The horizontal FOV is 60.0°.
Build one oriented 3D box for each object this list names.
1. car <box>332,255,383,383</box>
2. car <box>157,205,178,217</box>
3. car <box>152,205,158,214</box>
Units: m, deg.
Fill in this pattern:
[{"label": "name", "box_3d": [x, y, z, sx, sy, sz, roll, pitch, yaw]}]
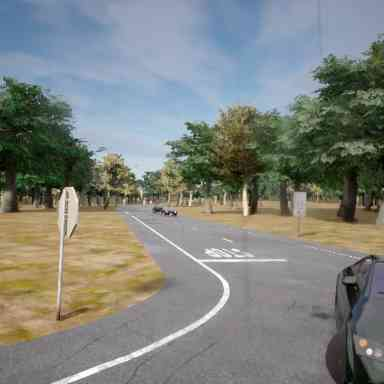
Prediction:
[{"label": "car", "box_3d": [3.105, 1.643, 4.618, 1.994, 1.385, 4.181, 1, -1, 22]}, {"label": "car", "box_3d": [-3.410, 2.852, 48.032, 1.895, 1.301, 4.718, 3, -2, -13]}, {"label": "car", "box_3d": [-5.652, 2.963, 56.882, 1.882, 1.535, 5.008, 3, -2, -14]}]
